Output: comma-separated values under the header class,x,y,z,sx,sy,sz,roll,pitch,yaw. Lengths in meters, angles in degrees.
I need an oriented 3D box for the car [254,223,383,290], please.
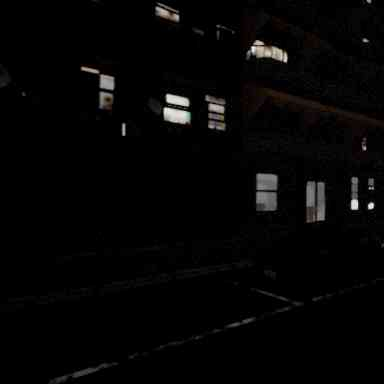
class,x,y,z,sx,sy,sz,roll,pitch,yaw
car,3.635,1.558,9.137,4.313,1.339,1.947,0,1,-35
